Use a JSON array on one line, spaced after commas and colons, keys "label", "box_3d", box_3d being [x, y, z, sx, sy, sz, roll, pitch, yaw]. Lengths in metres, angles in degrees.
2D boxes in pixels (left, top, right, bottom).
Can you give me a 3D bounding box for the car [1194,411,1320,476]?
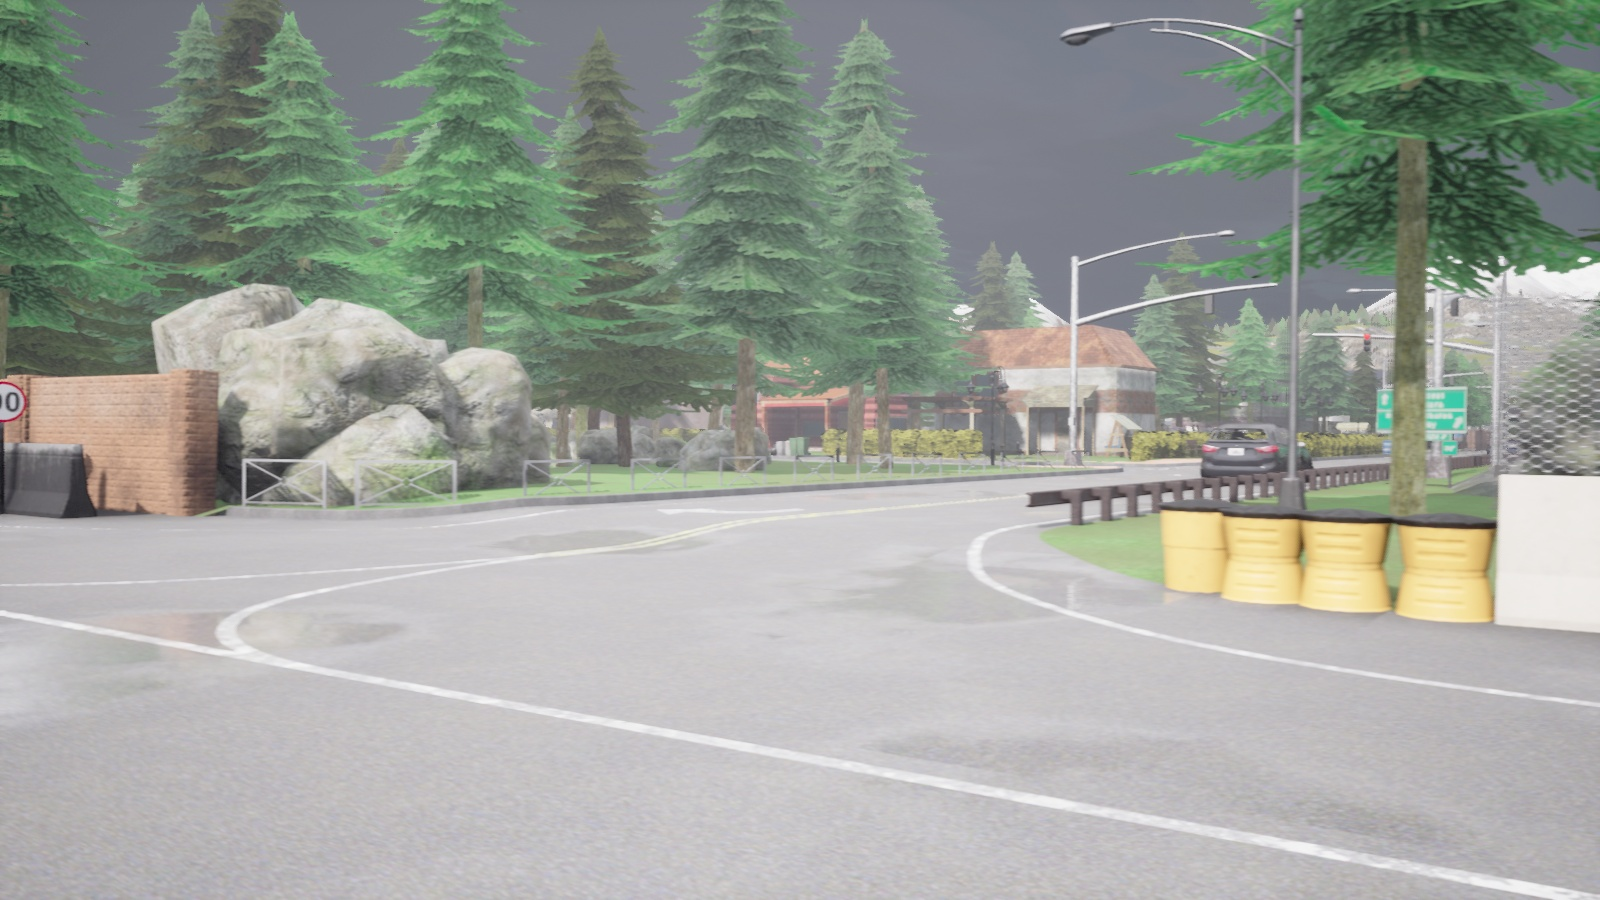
[{"label": "car", "box_3d": [12.754, -0.212, 34.860, 2.242, 1.667, 4.611, 0, 1, 34]}]
